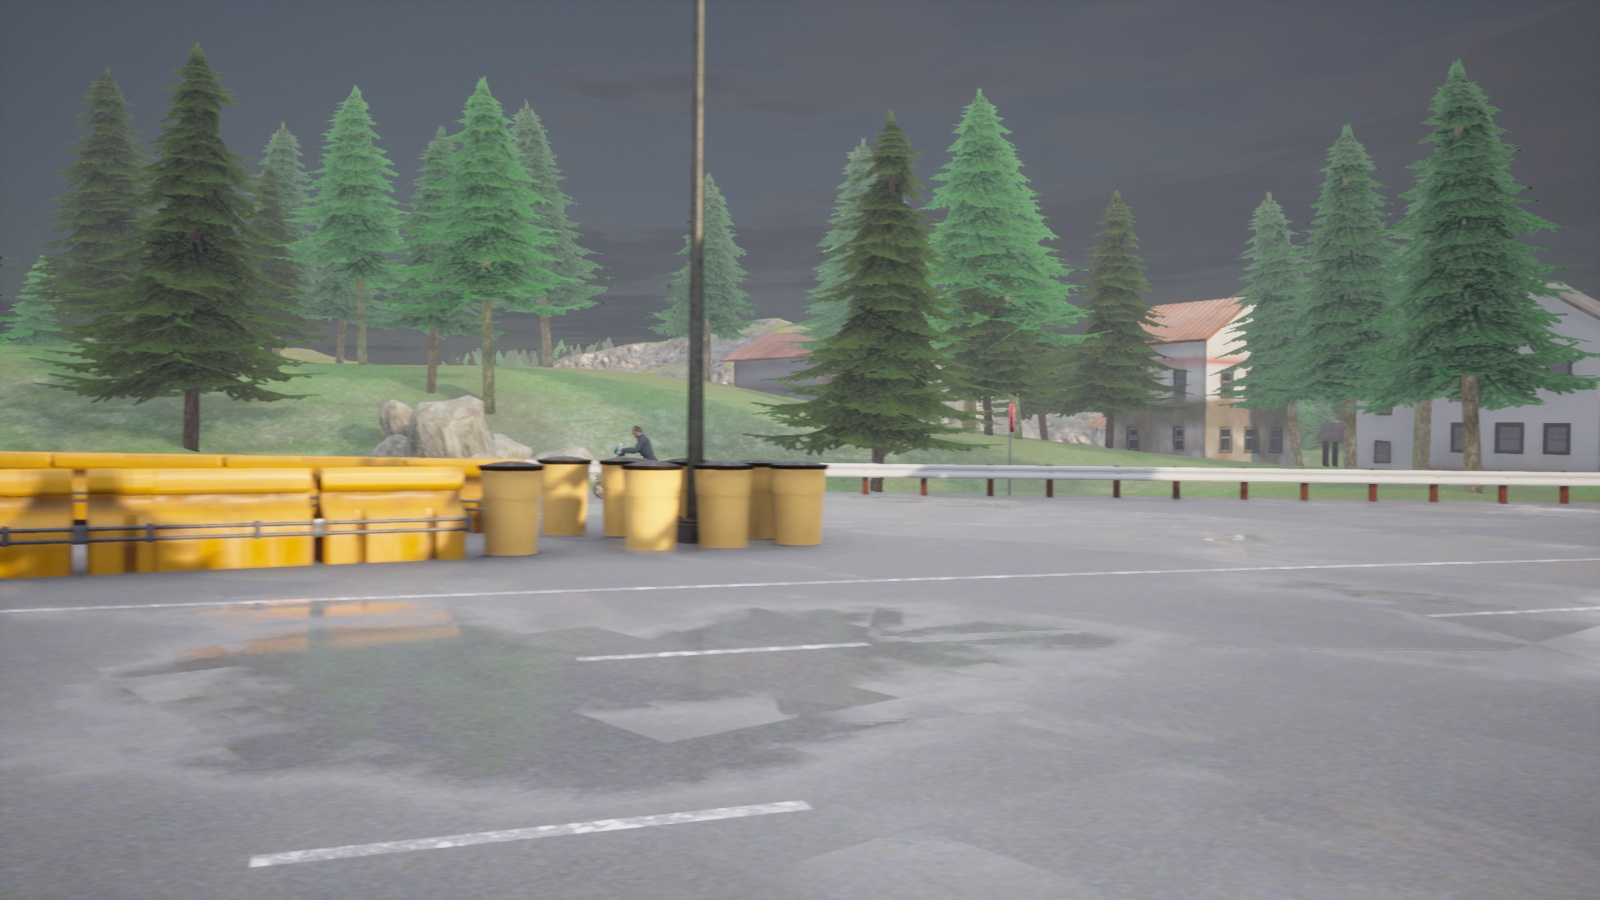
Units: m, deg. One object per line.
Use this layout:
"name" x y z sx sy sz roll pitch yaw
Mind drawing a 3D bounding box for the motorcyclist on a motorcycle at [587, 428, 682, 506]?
"motorcyclist on a motorcycle" -3.465 0.351 26.389 1.817 1.590 0.866 -1 1 4
